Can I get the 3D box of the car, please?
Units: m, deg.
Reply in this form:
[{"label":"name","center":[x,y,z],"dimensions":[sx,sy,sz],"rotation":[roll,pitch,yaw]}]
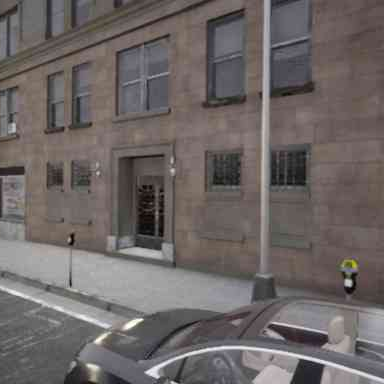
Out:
[{"label":"car","center":[0.813,1.545,2.498],"dimensions":[4.403,1.369,2.008],"rotation":[1,1,35]}]
